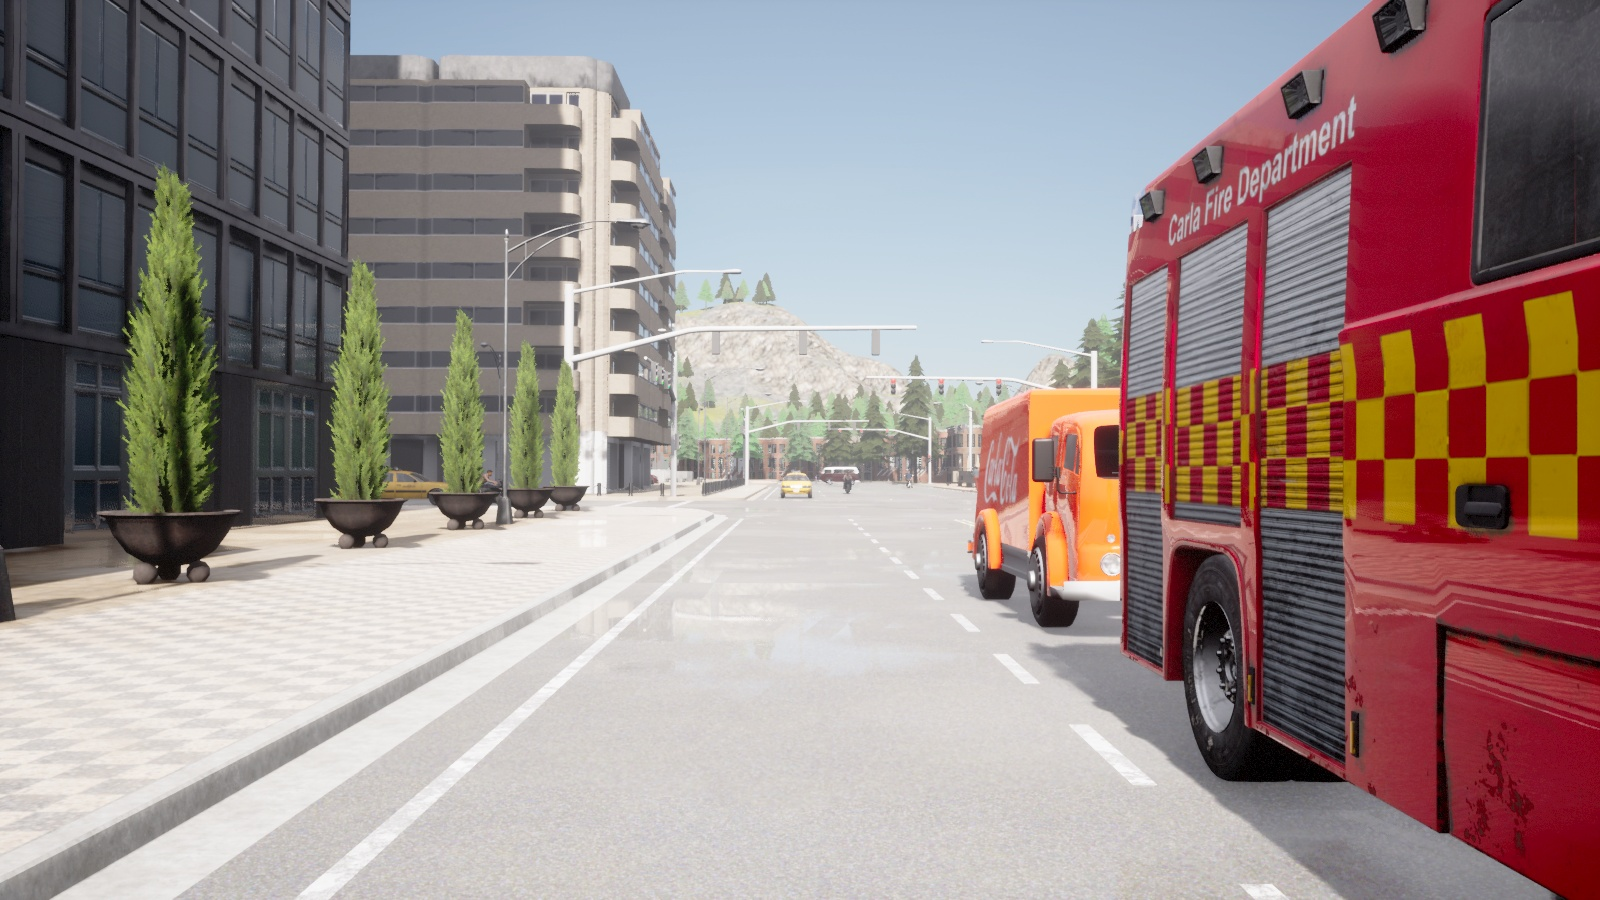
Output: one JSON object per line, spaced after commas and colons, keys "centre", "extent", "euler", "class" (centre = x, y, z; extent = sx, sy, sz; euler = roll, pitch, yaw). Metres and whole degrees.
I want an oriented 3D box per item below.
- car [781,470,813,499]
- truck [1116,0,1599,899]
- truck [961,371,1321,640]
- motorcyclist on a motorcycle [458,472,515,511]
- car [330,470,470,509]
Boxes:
{"centre": [-0.191, 1.982, 73.270], "extent": [1.801, 1.575, 5.366], "euler": [0, -1, 0], "class": "car"}
{"centre": [3.485, -0.301, 3.774], "extent": [2.891, 3.827, 8.468], "euler": [0, -1, 0], "class": "truck"}
{"centre": [3.465, 0.551, 14.149], "extent": [2.627, 2.467, 5.204], "euler": [0, -1, 0], "class": "truck"}
{"centre": [-12.417, 1.625, 49.796], "extent": [2.044, 1.523, 0.797], "euler": [0, -1, 0], "class": "motorcyclist on a motorcycle"}
{"centre": [-16.922, 1.659, 53.309], "extent": [5.366, 1.575, 1.801], "euler": [0, -1, 0], "class": "car"}
